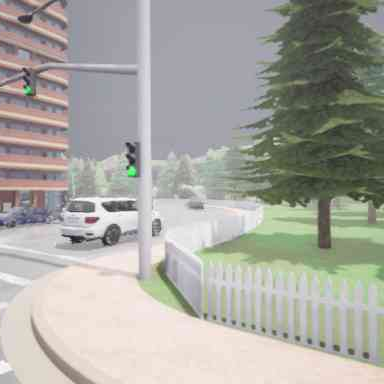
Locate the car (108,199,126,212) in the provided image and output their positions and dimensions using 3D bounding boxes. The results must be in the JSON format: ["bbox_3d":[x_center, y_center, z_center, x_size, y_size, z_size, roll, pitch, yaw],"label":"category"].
[{"bbox_3d":[-9.487,1.710,42.531,2.128,1.511,4.902,0,0,-11],"label":"car"}]

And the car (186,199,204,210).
[{"bbox_3d":[0.369,1.721,47.013,2.033,1.411,5.357,0,0,-9],"label":"car"}]

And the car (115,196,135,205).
[{"bbox_3d":[-11.859,1.482,58.493,1.994,1.385,4.181,0,0,-34],"label":"car"}]

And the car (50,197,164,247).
[{"bbox_3d":[-3.517,1.263,15.694,2.150,2.045,5.566,0,0,28],"label":"car"}]

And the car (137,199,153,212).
[{"bbox_3d":[-6.190,1.729,43.813,1.812,1.442,4.674,0,0,-11],"label":"car"}]

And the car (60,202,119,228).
[{"bbox_3d":[-7.472,1.619,24.819,1.837,1.490,4.892,0,1,16],"label":"car"}]

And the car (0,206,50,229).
[{"bbox_3d":[-11.671,1.687,23.367,2.033,1.411,5.357,-1,0,26],"label":"car"}]
